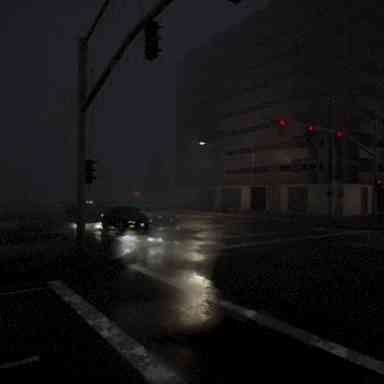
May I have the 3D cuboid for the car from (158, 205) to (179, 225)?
[{"bbox_3d":[-2.816,1.734,25.362,1.812,1.442,4.674,1,-1,-35],"label":"car"}]

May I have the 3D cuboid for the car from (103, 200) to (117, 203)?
[{"bbox_3d":[-8.051,1.701,32.709,2.128,1.511,4.902,1,-1,-35],"label":"car"}]

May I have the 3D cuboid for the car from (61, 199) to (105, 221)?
[{"bbox_3d":[-9.592,1.644,28.832,1.882,1.535,5.008,1,0,-35],"label":"car"}]

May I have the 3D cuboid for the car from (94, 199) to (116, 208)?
[{"bbox_3d":[-14.159,1.901,53.754,1.895,1.301,4.718,1,-1,-35],"label":"car"}]

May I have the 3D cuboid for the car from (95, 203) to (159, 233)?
[{"bbox_3d":[-4.276,1.670,21.339,1.837,1.490,4.892,1,-1,-35],"label":"car"}]
